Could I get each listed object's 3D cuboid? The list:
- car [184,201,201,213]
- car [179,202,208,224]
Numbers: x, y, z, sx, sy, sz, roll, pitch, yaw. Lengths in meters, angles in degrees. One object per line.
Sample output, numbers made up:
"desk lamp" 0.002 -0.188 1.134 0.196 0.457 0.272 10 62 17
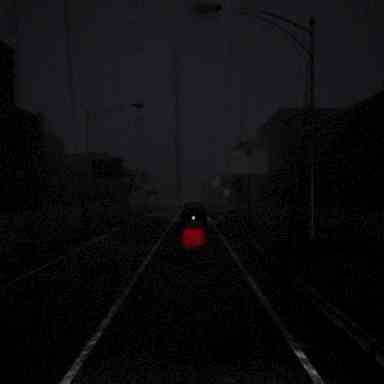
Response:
"car" 0.107 1.871 41.547 1.994 1.385 4.181 0 -1 0
"car" 0.107 1.559 25.360 1.837 1.490 4.892 0 -1 0
